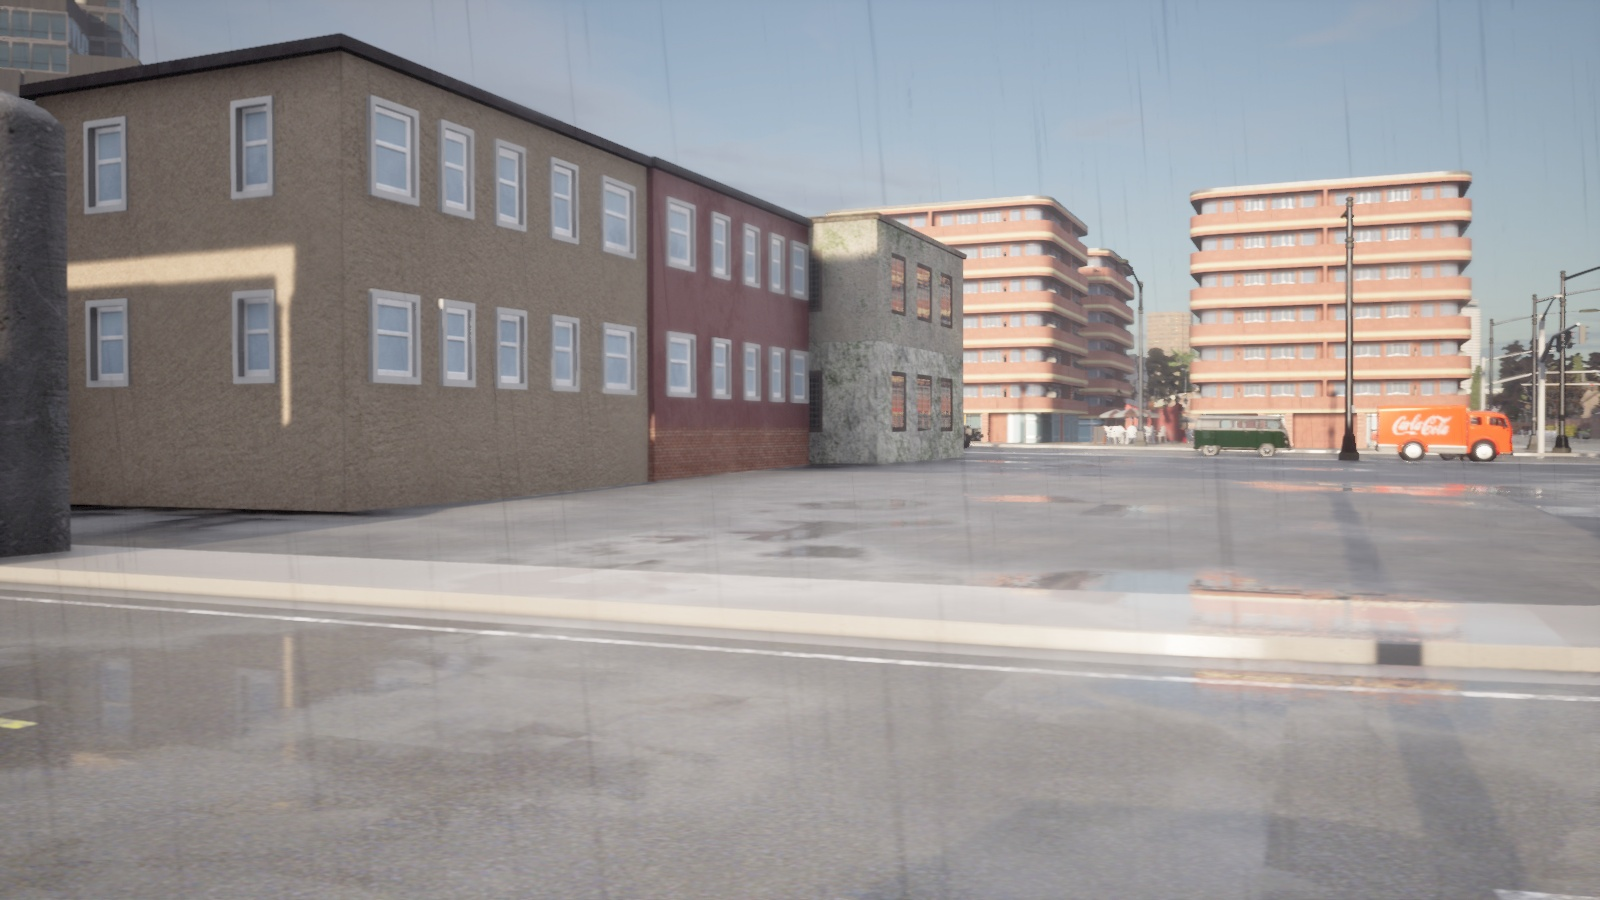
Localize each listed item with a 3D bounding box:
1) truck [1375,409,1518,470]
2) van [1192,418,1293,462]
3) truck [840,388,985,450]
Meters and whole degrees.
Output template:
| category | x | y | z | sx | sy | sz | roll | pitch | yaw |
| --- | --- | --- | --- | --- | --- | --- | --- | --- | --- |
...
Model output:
| category | x | y | z | sx | sy | sz | roll | pitch | yaw |
| --- | --- | --- | --- | --- | --- | --- | --- | --- | --- |
| truck | 27.578 | -0.493 | 53.803 | 5.204 | 2.467 | 2.627 | 1 | 1 | 22 |
| van | 21.240 | -0.498 | 60.270 | 4.442 | 1.987 | 1.775 | 2 | 1 | 22 |
| truck | 6.589 | -1.830 | 74.023 | 7.936 | 3.462 | 2.891 | 2 | 1 | 23 |
